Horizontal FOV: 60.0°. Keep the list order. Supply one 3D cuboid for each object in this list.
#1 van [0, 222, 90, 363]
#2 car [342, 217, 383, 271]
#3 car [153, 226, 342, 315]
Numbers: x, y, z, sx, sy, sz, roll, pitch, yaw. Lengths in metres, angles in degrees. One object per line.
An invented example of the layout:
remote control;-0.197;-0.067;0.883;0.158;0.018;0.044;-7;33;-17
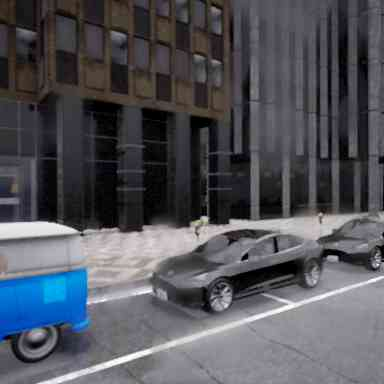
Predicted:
van;-3.373;1.343;4.246;3.998;1.788;1.690;0;0;-35
car;5.807;1.526;10.791;4.313;1.339;1.947;0;0;-35
car;1.217;1.547;7.519;4.313;1.339;1.947;0;0;-35
